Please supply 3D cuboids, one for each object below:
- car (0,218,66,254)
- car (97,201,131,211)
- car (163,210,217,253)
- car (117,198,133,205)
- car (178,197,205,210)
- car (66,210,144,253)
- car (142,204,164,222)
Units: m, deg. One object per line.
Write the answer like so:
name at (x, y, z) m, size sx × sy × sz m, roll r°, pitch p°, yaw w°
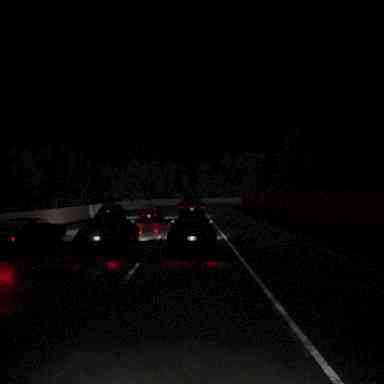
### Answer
car at (-7.003, 1.731, 14.099) m, size 1.895 × 1.301 × 4.718 m, roll 0°, pitch 0°, yaw 0°
car at (-7.005, 1.777, 29.287) m, size 1.837 × 1.490 × 4.892 m, roll 0°, pitch 0°, yaw 0°
car at (0.001, 1.696, 14.279) m, size 1.994 × 1.385 × 4.181 m, roll 0°, pitch 0°, yaw 0°
car at (-15.980, 2.250, 79.229) m, size 1.812 × 1.442 × 4.674 m, roll 0°, pitch -1°, yaw 16°
car at (-0.009, 1.484, 29.011) m, size 2.150 × 2.045 × 5.566 m, roll 0°, pitch 0°, yaw 0°
car at (-3.500, 1.696, 14.253) m, size 1.994 × 1.385 × 4.181 m, roll 0°, pitch 0°, yaw 0°
car at (-3.504, 1.796, 29.377) m, size 1.812 × 1.442 × 4.674 m, roll 0°, pitch 0°, yaw 0°
